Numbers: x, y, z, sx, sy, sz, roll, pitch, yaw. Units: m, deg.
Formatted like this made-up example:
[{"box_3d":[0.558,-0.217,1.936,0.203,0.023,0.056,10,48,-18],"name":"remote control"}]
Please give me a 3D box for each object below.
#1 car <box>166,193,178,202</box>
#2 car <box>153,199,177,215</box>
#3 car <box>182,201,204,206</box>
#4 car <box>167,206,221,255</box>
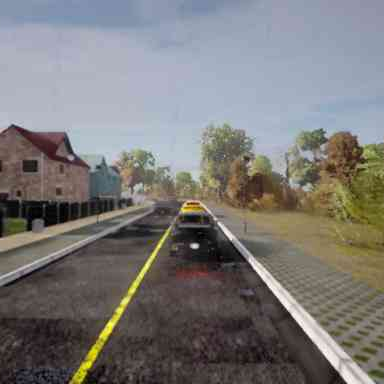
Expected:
[{"box_3d":[-4.537,1.239,74.973,2.150,2.045,5.566,0,0,-10],"name":"car"},{"box_3d":[-2.855,1.652,34.248,1.895,1.301,4.718,0,0,0],"name":"car"},{"box_3d":[0.089,1.523,30.125,1.882,1.535,5.008,0,0,0],"name":"car"},{"box_3d":[0.090,1.527,13.321,1.837,1.490,4.892,0,0,0],"name":"car"}]
